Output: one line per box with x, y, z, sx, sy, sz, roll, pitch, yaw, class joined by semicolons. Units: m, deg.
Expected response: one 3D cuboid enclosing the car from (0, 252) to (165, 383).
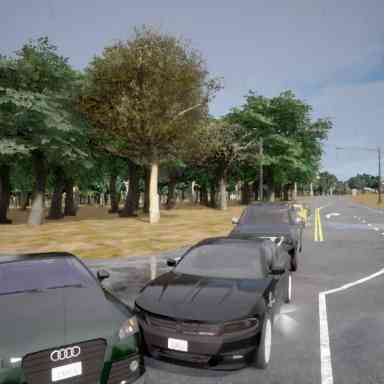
-2.306;1.643;4.960;1.994;1.385;4.181;1;-2;-33;car

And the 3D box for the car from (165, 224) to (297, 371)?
0.740;1.613;6.256;1.882;1.535;5.008;-1;-2;21;car

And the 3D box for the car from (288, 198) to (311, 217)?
11.331;1.563;34.931;2.097;1.767;4.553;-1;0;21;car

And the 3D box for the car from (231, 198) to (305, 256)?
2.862;1.460;12.396;2.150;2.045;5.566;-2;0;21;car

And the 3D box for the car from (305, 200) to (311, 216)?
9.302;1.725;29.557;1.812;1.442;4.674;-1;0;21;car

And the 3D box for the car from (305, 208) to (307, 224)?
5.091;1.775;18.300;1.895;1.301;4.718;-1;0;21;car

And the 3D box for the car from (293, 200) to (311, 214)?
13.328;1.748;40.141;1.812;1.442;4.674;-1;0;21;car

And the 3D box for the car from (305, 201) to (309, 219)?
7.241;1.664;24.053;1.882;1.535;5.008;-1;0;21;car
